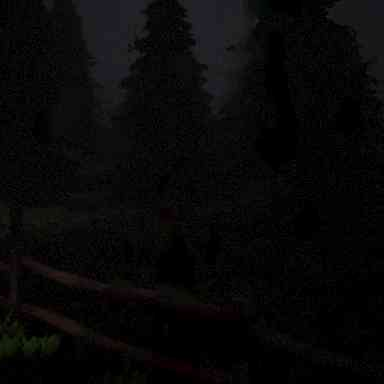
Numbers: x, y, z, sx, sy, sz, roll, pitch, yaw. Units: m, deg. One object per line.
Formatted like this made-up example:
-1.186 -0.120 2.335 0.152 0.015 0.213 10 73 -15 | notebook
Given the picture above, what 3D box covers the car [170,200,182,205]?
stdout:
-2.751 1.591 37.141 4.181 1.385 1.994 0 0 -13 | car
